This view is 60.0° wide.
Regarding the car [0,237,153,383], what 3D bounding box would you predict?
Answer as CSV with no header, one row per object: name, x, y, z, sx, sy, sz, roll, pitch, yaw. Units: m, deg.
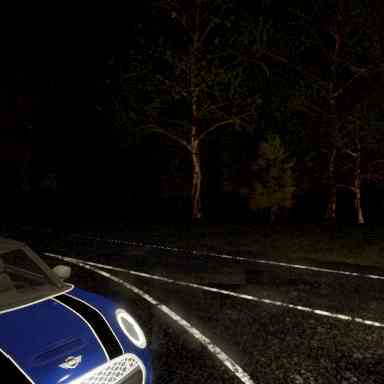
car,-2.592,1.338,3.733,4.553,1.767,2.097,1,0,35
